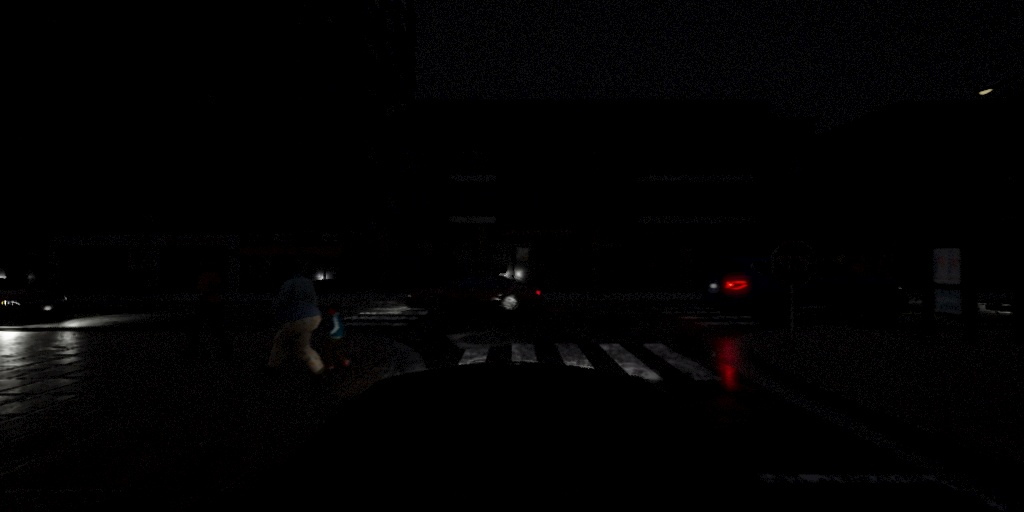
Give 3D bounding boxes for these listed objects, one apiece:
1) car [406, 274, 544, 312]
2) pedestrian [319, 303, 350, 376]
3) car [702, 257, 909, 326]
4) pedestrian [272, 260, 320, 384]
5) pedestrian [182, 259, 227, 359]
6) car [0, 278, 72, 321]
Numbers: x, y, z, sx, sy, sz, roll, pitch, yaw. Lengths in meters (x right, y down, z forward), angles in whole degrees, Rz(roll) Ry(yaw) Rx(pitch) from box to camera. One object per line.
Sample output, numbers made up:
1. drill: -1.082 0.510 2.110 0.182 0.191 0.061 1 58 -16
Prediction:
1. car: -1.410 1.438 14.456 5.357 1.411 2.033 0 -1 0
2. pedestrian: -2.892 1.314 5.948 0.500 1.100 0.500 0 -1 0
3. car: 9.143 1.043 11.525 5.566 2.045 2.150 0 -1 0
4. pedestrian: -3.181 0.929 5.289 0.375 1.860 0.375 0 -1 0
5. pedestrian: -5.574 0.922 6.509 0.375 1.860 0.375 0 -1 0
6. car: -17.179 1.392 11.476 4.674 1.442 1.812 0 -1 0
